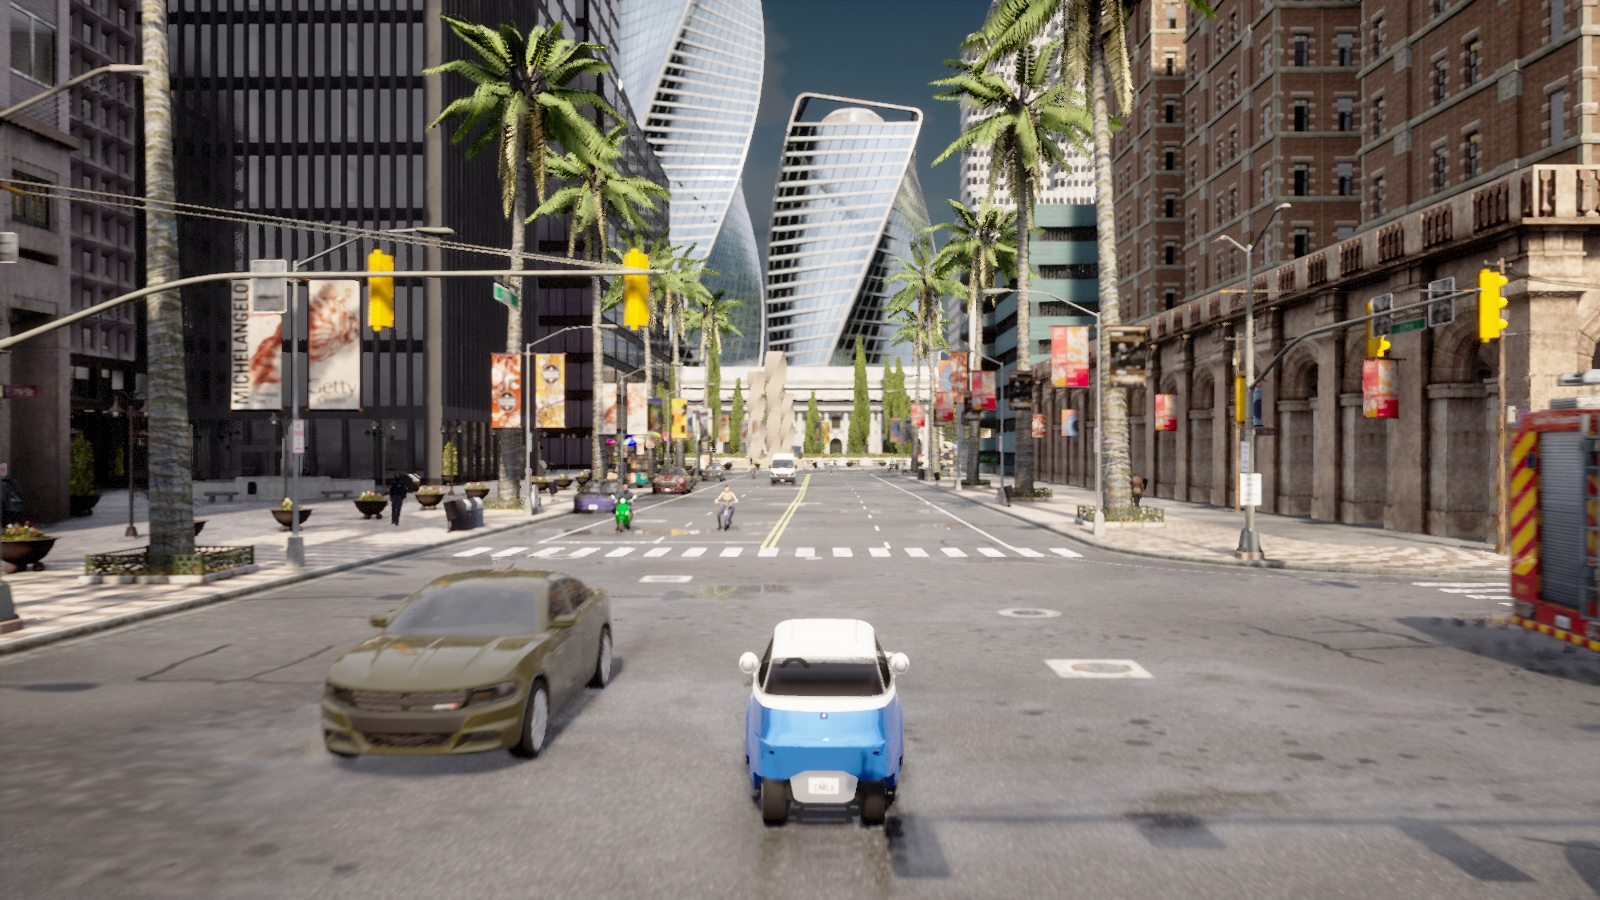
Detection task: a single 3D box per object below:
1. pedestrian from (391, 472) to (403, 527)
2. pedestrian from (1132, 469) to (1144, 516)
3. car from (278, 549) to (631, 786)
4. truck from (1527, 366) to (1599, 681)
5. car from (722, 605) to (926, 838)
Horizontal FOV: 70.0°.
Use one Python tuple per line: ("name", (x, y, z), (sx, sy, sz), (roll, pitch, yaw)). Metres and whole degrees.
("pedestrian", (-13.856, 1.694, 39.275), (0.375, 1.860, 0.375), (0, 0, -17))
("pedestrian", (13.448, 1.697, 45.510), (0.375, 1.860, 0.375), (0, 0, 2))
("car", (-3.259, 2.034, 12.051), (2.097, 1.535, 5.006), (0, 0, 2))
("truck", (13.960, 0.892, 13.619), (8.468, 3.827, 2.891), (0, 0, 9))
("car", (0.199, 2.120, 9.415), (1.481, 1.376, 2.207), (0, 0, 1))
